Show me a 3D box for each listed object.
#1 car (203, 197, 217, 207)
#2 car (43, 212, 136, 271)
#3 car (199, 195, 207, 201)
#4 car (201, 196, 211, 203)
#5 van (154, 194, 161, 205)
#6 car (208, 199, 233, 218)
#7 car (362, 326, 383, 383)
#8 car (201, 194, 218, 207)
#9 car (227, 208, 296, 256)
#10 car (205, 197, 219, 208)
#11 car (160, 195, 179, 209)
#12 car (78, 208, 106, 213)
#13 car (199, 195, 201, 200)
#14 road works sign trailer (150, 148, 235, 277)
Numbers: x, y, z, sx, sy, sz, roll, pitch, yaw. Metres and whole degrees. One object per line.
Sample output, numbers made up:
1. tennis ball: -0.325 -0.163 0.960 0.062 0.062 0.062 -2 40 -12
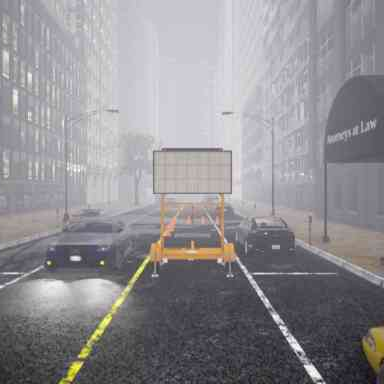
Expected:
1. car: 2.791 1.514 52.808 1.887 1.381 4.507 0 0 0
2. car: -3.081 1.560 10.786 1.994 1.385 4.181 0 0 0
3. car: 2.862 1.450 87.169 1.752 1.417 4.829 0 0 0
4. car: 2.826 1.495 69.903 1.887 1.381 4.507 0 0 0
5. van: -5.579 1.305 58.529 1.690 1.788 3.998 0 0 0
6. car: 2.744 1.554 30.016 1.947 1.339 4.313 0 0 0
7. car: 2.687 1.525 1.697 1.752 1.417 4.829 0 0 0
8. car: 2.779 1.290 47.111 2.192 1.841 5.009 0 0 0
9. car: 2.710 1.546 12.922 2.008 1.369 4.403 0 0 0
10. car: 2.757 1.529 35.714 1.887 1.381 4.507 0 0 0
11. car: -2.909 1.481 46.138 1.837 1.490 4.892 0 0 0
12. car: -5.659 1.575 18.643 1.802 1.307 4.206 0 0 0
13. car: 2.802 1.279 58.507 2.192 1.841 5.009 0 0 0
14. road works sign trailer: 0.018 0.461 10.214 2.380 3.560 2.880 0 0 0
